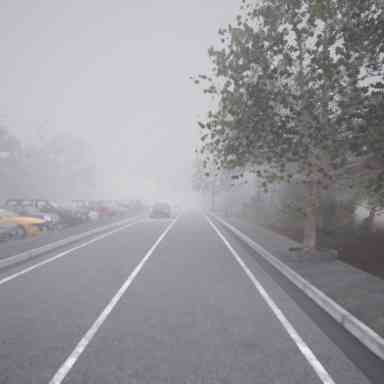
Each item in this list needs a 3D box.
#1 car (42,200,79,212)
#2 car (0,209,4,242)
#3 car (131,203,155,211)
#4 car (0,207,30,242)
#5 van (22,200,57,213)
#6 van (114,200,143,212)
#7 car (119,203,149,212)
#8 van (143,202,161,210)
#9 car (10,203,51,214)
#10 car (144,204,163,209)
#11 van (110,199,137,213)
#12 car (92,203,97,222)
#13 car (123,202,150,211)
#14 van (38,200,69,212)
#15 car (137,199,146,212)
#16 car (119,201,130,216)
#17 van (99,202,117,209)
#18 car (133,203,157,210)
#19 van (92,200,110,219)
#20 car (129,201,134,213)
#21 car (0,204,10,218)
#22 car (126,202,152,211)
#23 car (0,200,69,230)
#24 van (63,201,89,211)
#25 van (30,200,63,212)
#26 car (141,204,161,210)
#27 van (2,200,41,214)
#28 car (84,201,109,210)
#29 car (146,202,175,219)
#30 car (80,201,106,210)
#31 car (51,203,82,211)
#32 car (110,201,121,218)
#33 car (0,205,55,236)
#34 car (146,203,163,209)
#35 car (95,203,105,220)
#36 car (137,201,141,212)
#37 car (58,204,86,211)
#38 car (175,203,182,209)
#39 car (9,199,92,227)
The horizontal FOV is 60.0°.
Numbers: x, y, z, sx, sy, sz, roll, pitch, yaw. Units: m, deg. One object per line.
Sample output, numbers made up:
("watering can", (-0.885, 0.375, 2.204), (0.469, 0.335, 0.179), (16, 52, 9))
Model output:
("car", (-23.373, 2.474, 59.248), (5.566, 2.045, 2.435), (0, -2, 0))
("car", (-10.152, 1.541, 12.082), (5.366, 1.575, 1.946), (0, -1, 0))
("car", (-10.312, 3.160, 70.323), (4.892, 1.521, 2.231), (0, -2, 0))
("car", (-10.342, 1.585, 14.851), (4.892, 1.521, 2.231), (0, -1, 0))
("van", (-23.288, 2.175, 50.935), (4.442, 1.987, 1.878), (0, -2, 0))
("van", (-10.207, 2.283, 53.687), (4.442, 1.987, 1.878), (0, -2, 0))
("car", (-10.316, 2.725, 59.226), (5.008, 1.535, 2.097), (0, -2, 0))
("van", (-10.429, 3.583, 86.976), (4.442, 1.987, 1.878), (0, -2, 0))
("car", (-23.410, 2.326, 48.309), (5.008, 1.535, 2.097), (0, -1, 0))
("car", (-10.341, 3.946, 89.741), (4.792, 1.488, 2.163), (0, -2, 0))
("van", (-10.210, 2.033, 45.379), (4.442, 1.987, 1.878), (0, -1, 0))
("car", (-10.363, 1.842, 25.945), (4.792, 1.488, 2.163), (0, -1, 0))
("car", (-10.289, 2.708, 62.006), (4.553, 1.767, 2.185), (0, -2, 0))
("van", (-23.519, 2.392, 56.479), (4.442, 1.987, 1.878), (0, -2, 0))
("car", (-10.353, 2.149, 50.914), (5.566, 2.045, 2.435), (0, -2, 0))
("car", (-10.298, 2.161, 39.821), (4.792, 1.488, 2.163), (0, -1, 0))
("van", (-23.282, 3.805, 92.605), (4.442, 1.987, 1.878), (0, -2, 0))
("car", (-10.323, 3.268, 73.097), (4.892, 1.521, 2.231), (0, -2, 0))
("van", (-10.448, 1.714, 31.501), (4.442, 1.987, 1.878), (0, -1, 0))
("car", (-10.330, 2.235, 42.597), (4.674, 1.452, 2.002), (0, -1, 0))
("car", (-23.403, 2.073, 37.233), (4.892, 1.521, 2.231), (0, -1, 0))
("car", (-10.288, 2.816, 64.780), (4.553, 1.767, 2.185), (0, -2, 0))
("car", (-10.366, 1.563, 20.402), (4.553, 1.767, 2.185), (0, -1, 0))
("van", (-23.515, 2.824, 67.551), (4.442, 1.987, 1.878), (0, -2, 0))
("van", (-23.520, 2.289, 53.836), (4.442, 1.987, 1.878), (0, -2, 0))
("car", (-10.284, 3.729, 84.192), (4.792, 1.488, 2.163), (0, -2, 0))
("van", (-23.289, 2.036, 45.545), (4.442, 1.987, 1.878), (0, -1, 0))
("car", (-23.366, 3.344, 81.519), (5.566, 2.045, 2.435), (0, -2, 0))
("car", (-3.349, 1.912, 35.985), (2.097, 1.767, 4.553), (0, -1, 0))
("car", (-23.367, 3.236, 78.751), (5.566, 2.045, 2.435), (0, -2, 0))
("car", (-23.395, 2.838, 62.131), (5.008, 1.535, 2.097), (0, -2, 0))
("car", (-10.336, 2.004, 34.272), (5.008, 1.535, 2.097), (0, -1, 0))
("car", (-10.342, 1.632, 17.623), (5.008, 1.535, 2.097), (0, -1, 0))
("car", (-10.341, 3.902, 92.518), (4.553, 1.767, 2.185), (0, -2, 0))
("car", (-10.335, 1.917, 28.720), (4.674, 1.452, 2.002), (0, -1, 0))
("car", (-10.355, 2.352, 48.154), (4.792, 1.488, 2.163), (0, -2, 0))
("car", (-23.397, 2.987, 64.899), (4.674, 1.452, 2.002), (0, -2, 0))
("car", (-3.297, 3.279, 76.488), (2.033, 1.411, 5.357), (0, -2, 0))
("car", (-10.306, 1.498, 23.176), (5.566, 2.045, 2.435), (0, -1, 0))
